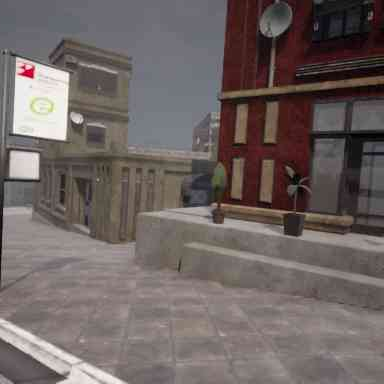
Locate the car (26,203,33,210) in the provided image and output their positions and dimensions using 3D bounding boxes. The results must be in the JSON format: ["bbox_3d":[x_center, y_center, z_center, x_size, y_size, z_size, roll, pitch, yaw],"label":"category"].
[{"bbox_3d":[-25.814,2.320,56.461,1.882,1.535,5.008,4,-1,16],"label":"car"}]
